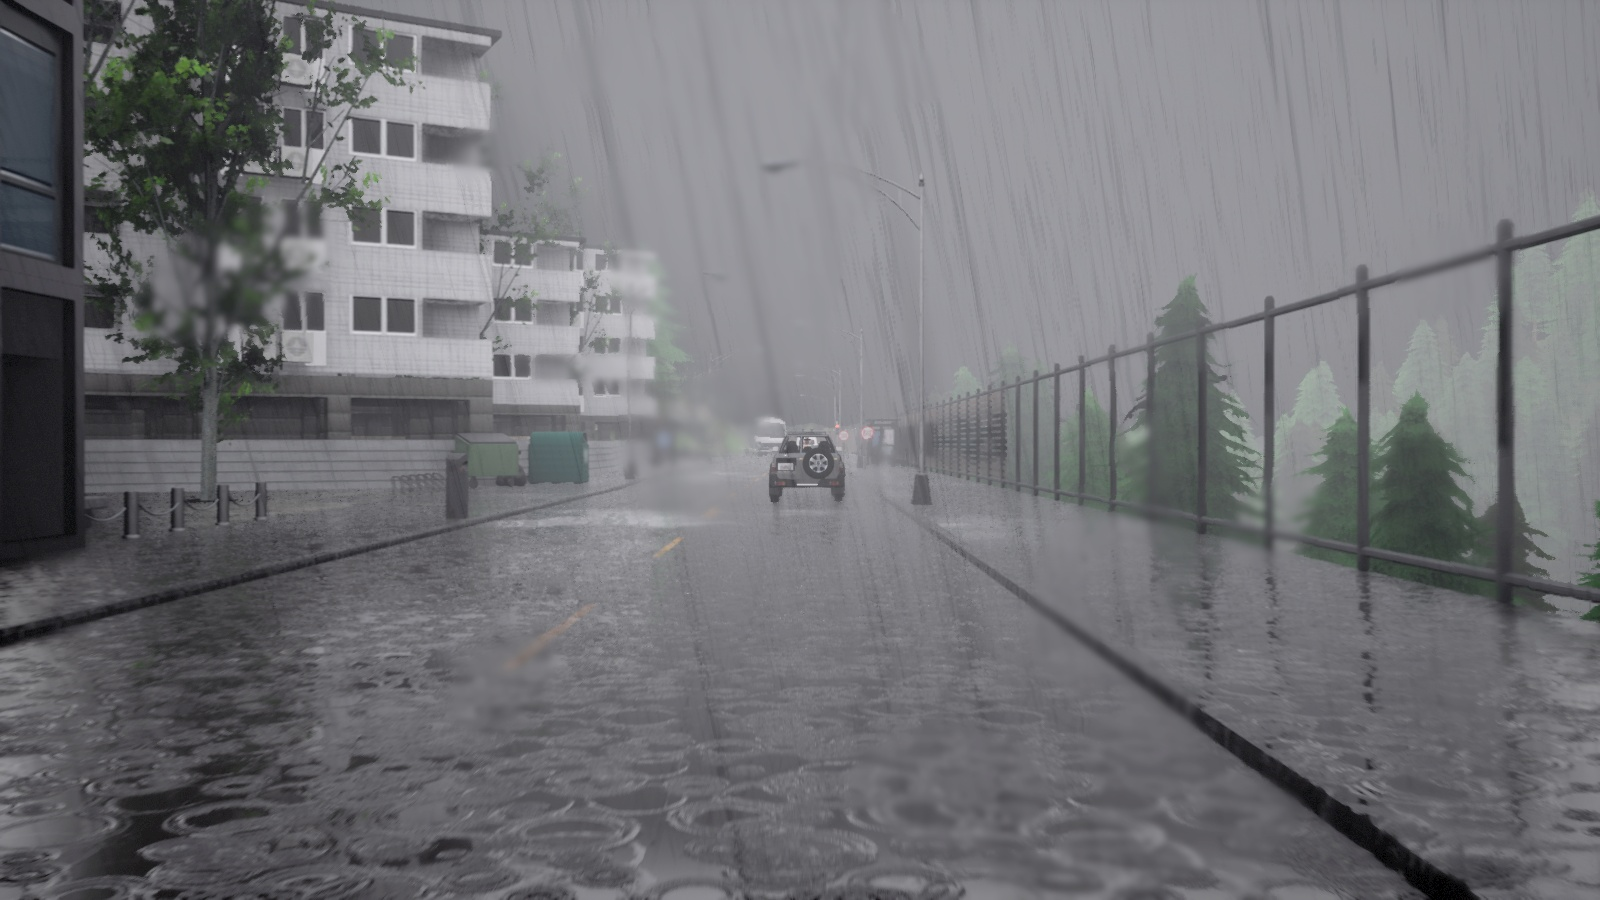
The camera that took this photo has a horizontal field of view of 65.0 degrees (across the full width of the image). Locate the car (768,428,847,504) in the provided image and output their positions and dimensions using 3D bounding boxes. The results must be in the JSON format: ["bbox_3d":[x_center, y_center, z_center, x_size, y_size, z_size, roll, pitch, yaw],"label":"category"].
[{"bbox_3d":[0.191,0.378,32.853,1.932,1.855,4.605,0,0,0],"label":"car"}]
